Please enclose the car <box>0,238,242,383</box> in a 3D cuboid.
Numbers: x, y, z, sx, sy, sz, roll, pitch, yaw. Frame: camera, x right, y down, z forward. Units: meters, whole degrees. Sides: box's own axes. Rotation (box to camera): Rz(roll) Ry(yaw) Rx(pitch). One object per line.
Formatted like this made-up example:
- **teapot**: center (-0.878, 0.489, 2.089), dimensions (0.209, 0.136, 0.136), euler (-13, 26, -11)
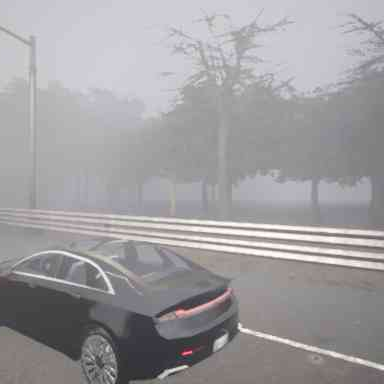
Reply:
- **car**: center (-1.624, 1.499, 5.229), dimensions (4.902, 1.511, 2.128), euler (0, 0, 36)
